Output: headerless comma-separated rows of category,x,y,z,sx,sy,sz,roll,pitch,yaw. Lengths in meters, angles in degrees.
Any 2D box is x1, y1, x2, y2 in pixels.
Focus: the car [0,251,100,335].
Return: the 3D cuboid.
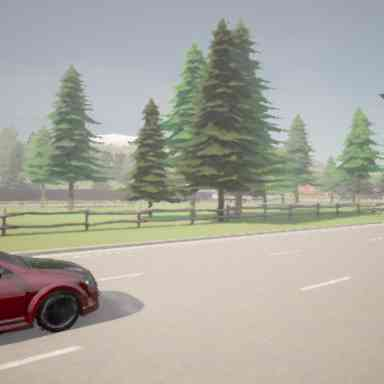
car,-3.696,1.564,5.410,4.181,1.385,1.994,1,0,-36
